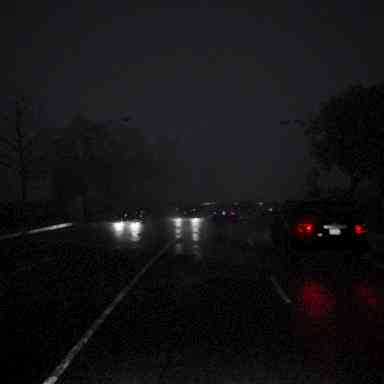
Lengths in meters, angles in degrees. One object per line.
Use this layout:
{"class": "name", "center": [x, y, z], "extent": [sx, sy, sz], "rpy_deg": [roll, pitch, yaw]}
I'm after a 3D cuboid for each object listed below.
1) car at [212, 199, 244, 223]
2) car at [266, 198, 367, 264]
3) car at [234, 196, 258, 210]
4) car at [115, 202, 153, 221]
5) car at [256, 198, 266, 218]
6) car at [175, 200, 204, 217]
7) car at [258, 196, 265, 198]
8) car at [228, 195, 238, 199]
{"class": "car", "center": [2.665, 1.519, 25.569], "extent": [2.033, 1.411, 5.357], "rpy_deg": [0, 0, 11]}
{"class": "car", "center": [4.287, 1.214, 12.090], "extent": [2.150, 2.045, 5.566], "rpy_deg": [0, 0, 5]}
{"class": "car", "center": [6.930, 1.524, 42.524], "extent": [1.994, 1.385, 4.181], "rpy_deg": [0, 0, 17]}
{"class": "car", "center": [-4.491, 1.514, 26.281], "extent": [1.994, 1.385, 4.181], "rpy_deg": [0, 0, 11]}
{"class": "car", "center": [7.104, 1.527, 29.900], "extent": [2.033, 1.411, 5.357], "rpy_deg": [0, 0, 13]}
{"class": "car", "center": [-0.108, 1.481, 30.442], "extent": [1.812, 1.442, 4.674], "rpy_deg": [0, 0, 12]}
{"class": "car", "center": [14.185, 1.532, 69.347], "extent": [1.895, 1.301, 4.718], "rpy_deg": [0, 0, 27]}
{"class": "car", "center": [8.508, 1.426, 65.938], "extent": [1.837, 1.490, 4.892], "rpy_deg": [0, 1, 26]}
